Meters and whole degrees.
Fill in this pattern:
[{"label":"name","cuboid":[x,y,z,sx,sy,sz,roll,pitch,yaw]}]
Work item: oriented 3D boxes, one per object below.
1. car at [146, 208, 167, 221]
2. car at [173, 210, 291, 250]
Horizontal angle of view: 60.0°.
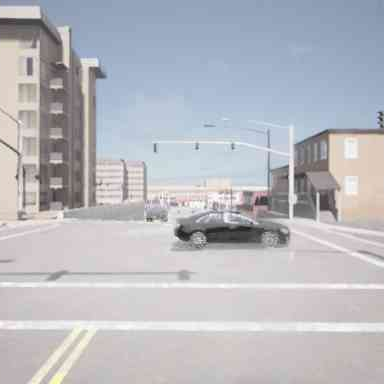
[{"label":"car","cuboid":[-3.630,2.337,34.924,2.033,1.411,5.357,0,-5,0]},{"label":"car","cuboid":[1.646,1.552,14.164,4.902,1.511,2.128,0,0,1]}]
